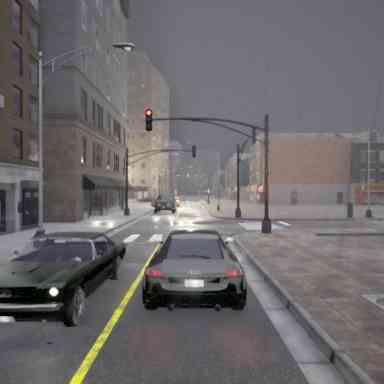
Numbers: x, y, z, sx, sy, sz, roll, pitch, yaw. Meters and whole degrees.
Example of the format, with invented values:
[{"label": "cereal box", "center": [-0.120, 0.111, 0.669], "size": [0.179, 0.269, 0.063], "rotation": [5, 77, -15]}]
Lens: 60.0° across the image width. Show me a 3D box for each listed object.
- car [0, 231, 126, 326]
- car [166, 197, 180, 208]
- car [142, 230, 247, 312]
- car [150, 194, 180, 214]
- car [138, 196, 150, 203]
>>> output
[{"label": "car", "center": [-2.804, 1.599, 7.199], "size": [1.895, 1.301, 4.718], "rotation": [0, 0, 1]}, {"label": "car", "center": [-2.808, 1.485, 49.868], "size": [1.882, 1.535, 5.008], "rotation": [0, 0, 0]}, {"label": "car", "center": [0.053, 1.562, 7.799], "size": [1.994, 1.385, 4.181], "rotation": [0, 0, 0]}, {"label": "car", "center": [-2.831, 1.224, 36.180], "size": [2.150, 2.045, 5.566], "rotation": [0, 0, 0]}, {"label": "car", "center": [-8.963, 1.580, 69.975], "size": [4.674, 1.442, 1.812], "rotation": [0, 0, 9]}]
